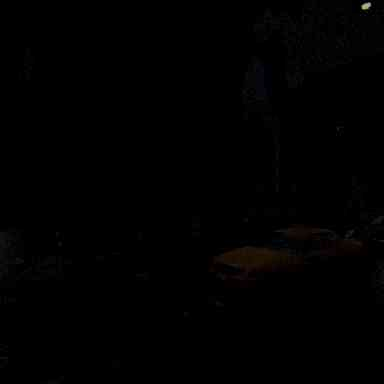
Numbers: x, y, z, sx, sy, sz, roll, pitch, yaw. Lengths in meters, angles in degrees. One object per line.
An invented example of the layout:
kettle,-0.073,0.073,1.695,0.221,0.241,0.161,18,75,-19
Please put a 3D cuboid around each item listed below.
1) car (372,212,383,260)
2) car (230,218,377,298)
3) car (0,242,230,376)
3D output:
car,7.148,1.440,11.777,4.097,1.590,1.967,0,0,-36
car,2.589,1.525,8.512,4.829,1.417,1.752,0,0,-36
car,-1.693,1.566,5.444,4.313,1.339,1.947,0,0,-36
